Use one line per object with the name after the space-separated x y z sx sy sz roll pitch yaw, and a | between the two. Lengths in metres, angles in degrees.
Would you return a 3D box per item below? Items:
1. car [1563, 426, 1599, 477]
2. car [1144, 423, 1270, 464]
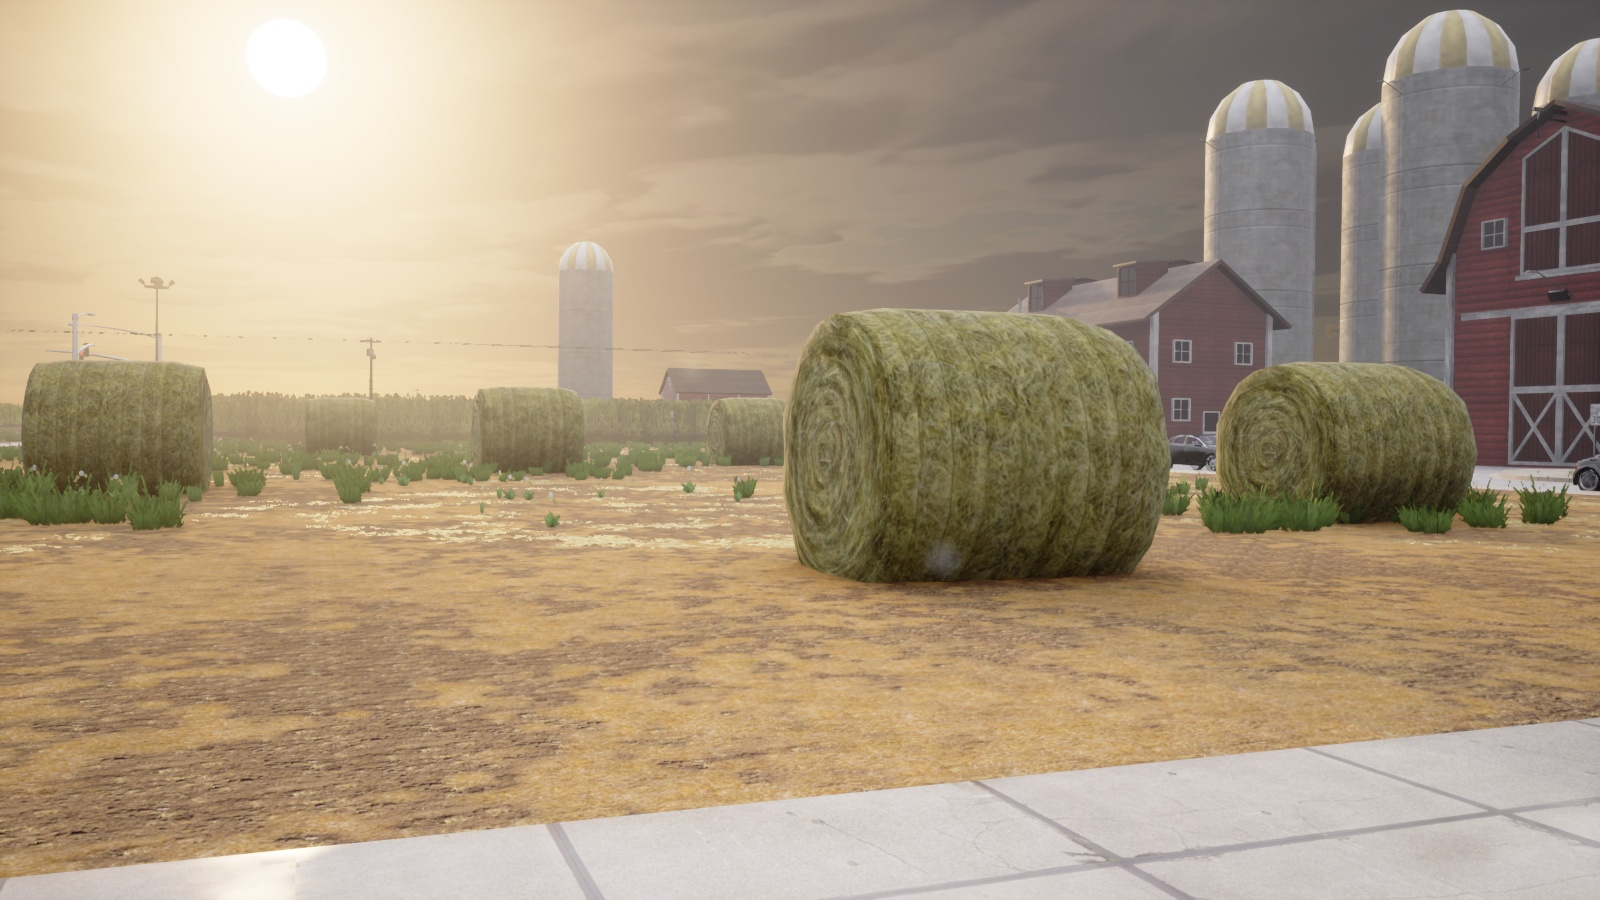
23.005 0.042 33.473 1.994 1.385 4.181 -1 1 -22 | car
16.229 -0.284 50.356 2.128 1.511 4.902 -2 1 -22 | car
